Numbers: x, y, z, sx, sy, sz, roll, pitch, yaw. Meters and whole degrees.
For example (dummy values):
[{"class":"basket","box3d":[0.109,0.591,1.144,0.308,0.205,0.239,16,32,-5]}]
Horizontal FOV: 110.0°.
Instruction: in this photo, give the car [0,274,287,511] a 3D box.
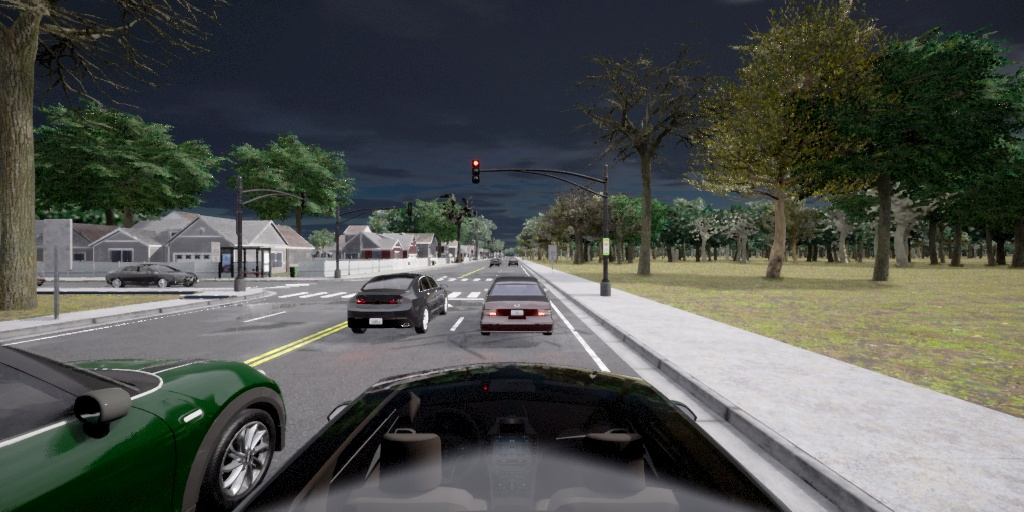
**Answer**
[{"class":"car","box3d":[-3.149,1.102,1.476,2.097,1.767,4.553,0,0,0]}]

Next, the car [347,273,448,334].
[{"class":"car","box3d":[-3.138,1.254,10.674,1.837,1.490,4.892,0,0,0]}]

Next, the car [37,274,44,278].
[{"class":"car","box3d":[-33.065,1.324,23.010,4.674,1.442,1.812,0,0,0]}]

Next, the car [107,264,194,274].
[{"class":"car","box3d":[-22.897,1.285,22.921,4.892,1.490,1.837,0,0,0]}]

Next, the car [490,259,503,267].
[{"class":"car","box3d":[-3.008,1.228,65.067,1.837,1.490,4.892,0,-1,0]}]

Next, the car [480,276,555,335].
[{"class":"car","box3d":[0.119,1.297,10.421,2.033,1.411,5.357,0,0,0]}]
